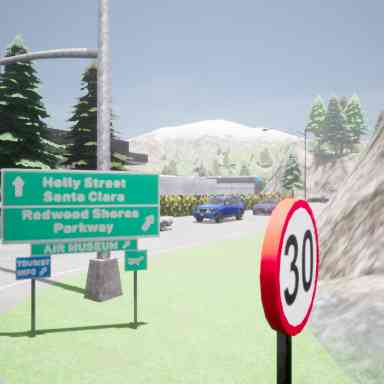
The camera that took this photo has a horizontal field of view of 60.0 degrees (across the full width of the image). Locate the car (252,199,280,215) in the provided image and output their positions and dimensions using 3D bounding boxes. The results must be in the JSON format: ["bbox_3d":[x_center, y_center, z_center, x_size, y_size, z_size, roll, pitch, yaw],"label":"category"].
[{"bbox_3d":[8.316,1.544,36.049,2.097,1.767,4.553,0,0,36],"label":"car"}]

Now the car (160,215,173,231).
[{"bbox_3d":[-3.277,1.792,20.032,1.895,1.301,4.718,0,0,36],"label":"car"}]

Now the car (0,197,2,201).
[{"bbox_3d":[-12.436,1.505,26.016,1.905,1.878,3.866,0,0,35],"label":"car"}]

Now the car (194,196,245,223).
[{"bbox_3d":[2.405,1.413,27.890,2.150,2.045,5.566,0,0,36],"label":"car"}]

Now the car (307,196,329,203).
[{"bbox_3d":[28.278,1.717,74.712,2.128,1.511,4.902,0,0,-42],"label":"car"}]

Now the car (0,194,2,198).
[{"bbox_3d":[-38.765,1.489,69.883,4.514,1.523,2.007,0,0,35],"label":"car"}]
